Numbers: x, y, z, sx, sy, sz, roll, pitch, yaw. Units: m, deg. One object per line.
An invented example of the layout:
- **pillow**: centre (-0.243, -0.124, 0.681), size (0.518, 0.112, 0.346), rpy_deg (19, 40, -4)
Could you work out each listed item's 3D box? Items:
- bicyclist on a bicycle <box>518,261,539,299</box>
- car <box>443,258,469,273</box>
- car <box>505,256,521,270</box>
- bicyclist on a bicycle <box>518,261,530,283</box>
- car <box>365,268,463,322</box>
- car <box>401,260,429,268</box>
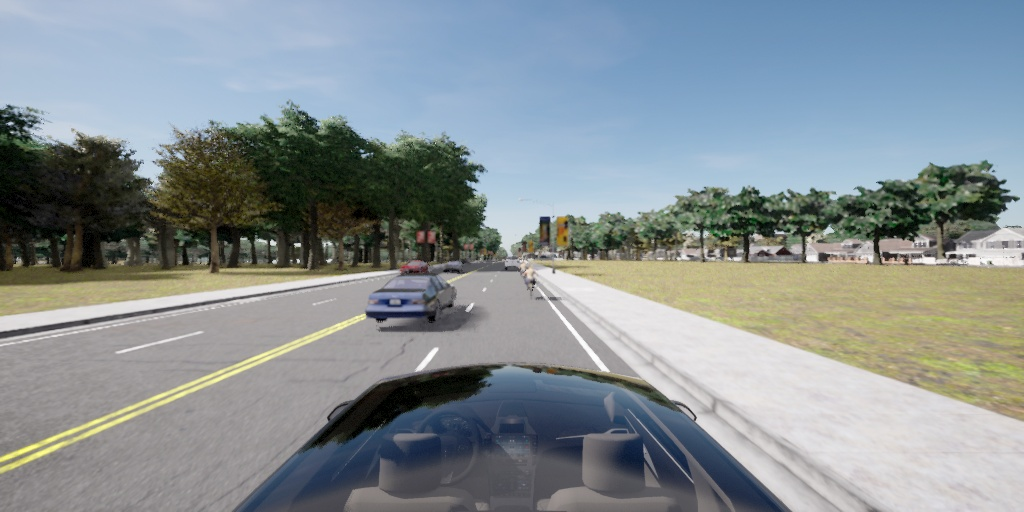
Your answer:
- **bicyclist on a bicycle**: centre (0.873, 1.176, 16.900), size (0.866, 1.612, 1.509), rpy_deg (0, 0, 0)
- **car**: centre (-6.600, 1.277, 41.248), size (2.033, 1.411, 5.357), rpy_deg (0, 0, 0)
- **car**: centre (0.090, 0.950, 53.057), size (2.150, 2.045, 5.566), rpy_deg (0, 0, 0)
- **bicyclist on a bicycle**: centre (0.868, 1.172, 26.673), size (0.866, 1.612, 1.509), rpy_deg (0, 0, 0)
- **car**: centre (-3.152, 1.290, 12.190), size (2.033, 1.411, 5.357), rpy_deg (0, 0, 0)
- **car**: centre (-9.848, 1.209, 36.517), size (1.882, 1.535, 5.008), rpy_deg (0, 0, 0)
